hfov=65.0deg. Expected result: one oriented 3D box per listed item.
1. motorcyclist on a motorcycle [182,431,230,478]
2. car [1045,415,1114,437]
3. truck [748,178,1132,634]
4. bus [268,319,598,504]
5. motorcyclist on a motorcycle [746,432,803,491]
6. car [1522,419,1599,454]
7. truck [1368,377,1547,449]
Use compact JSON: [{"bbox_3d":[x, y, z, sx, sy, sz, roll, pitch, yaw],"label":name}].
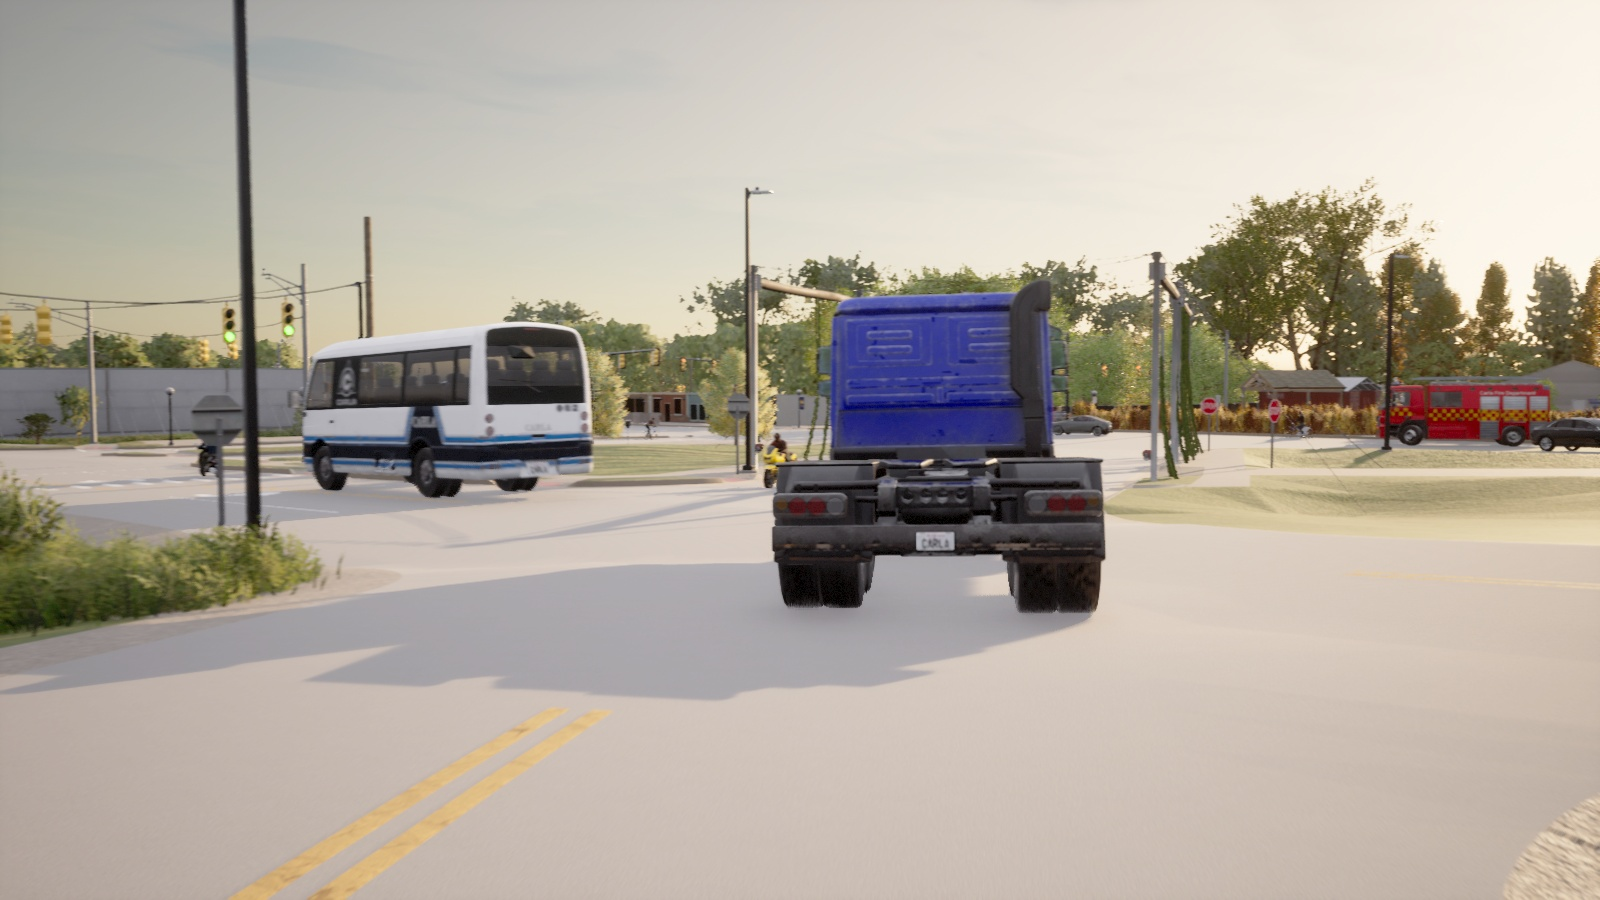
[{"bbox_3d":[-20.861,0.139,44.072,1.817,1.590,0.866,1,3,44],"label":"motorcyclist on a motorcycle"},{"bbox_3d":[18.994,-1.649,85.428,4.181,1.385,1.994,1,4,30],"label":"car"},{"bbox_3d":[1.521,-0.307,13.637,2.891,3.462,7.936,-1,0,7],"label":"truck"},{"bbox_3d":[-10.175,-1.018,33.838,10.273,4.253,3.944,1,3,45],"label":"bus"},{"bbox_3d":[-0.676,0.289,33.947,0.797,1.523,2.044,1,2,22],"label":"motorcyclist on a motorcycle"},{"bbox_3d":[34.488,-0.599,54.947,1.837,1.490,4.892,0,1,-22],"label":"car"},{"bbox_3d":[36.625,-2.116,70.353,8.468,3.827,2.891,1,3,19],"label":"truck"}]
